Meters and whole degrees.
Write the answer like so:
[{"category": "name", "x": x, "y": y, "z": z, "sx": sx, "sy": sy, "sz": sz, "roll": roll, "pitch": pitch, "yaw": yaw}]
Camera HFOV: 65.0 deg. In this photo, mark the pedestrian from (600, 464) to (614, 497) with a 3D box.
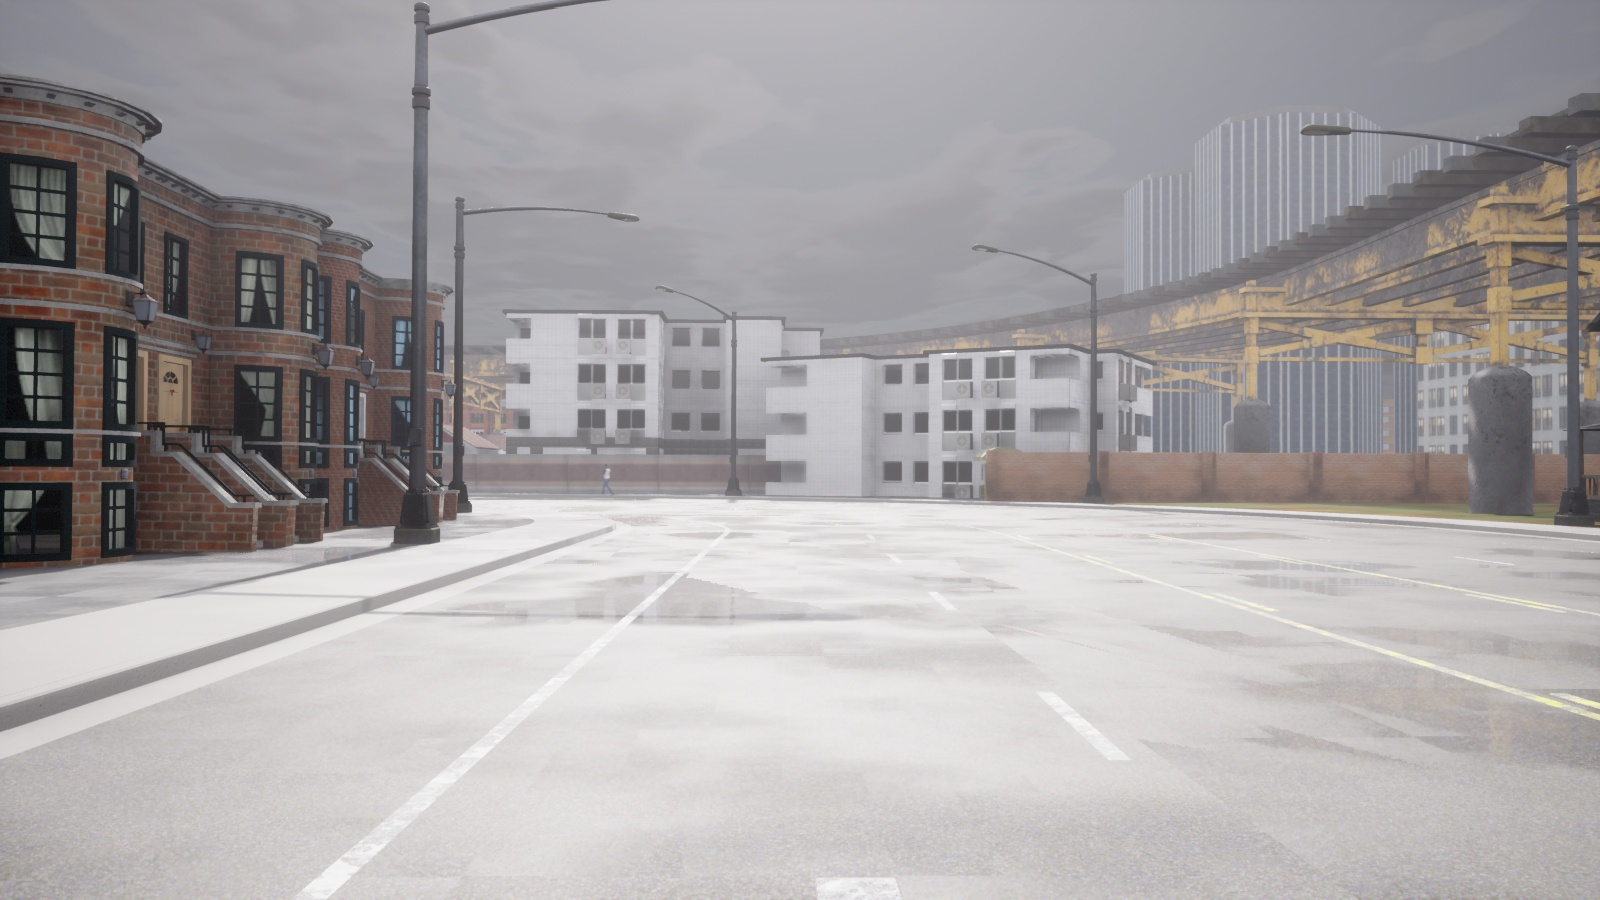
[{"category": "pedestrian", "x": -10.891, "y": 1.699, "z": 70.801, "sx": 0.706, "sy": 1.836, "sz": 0.354, "roll": -1, "pitch": -1, "yaw": 23}]
